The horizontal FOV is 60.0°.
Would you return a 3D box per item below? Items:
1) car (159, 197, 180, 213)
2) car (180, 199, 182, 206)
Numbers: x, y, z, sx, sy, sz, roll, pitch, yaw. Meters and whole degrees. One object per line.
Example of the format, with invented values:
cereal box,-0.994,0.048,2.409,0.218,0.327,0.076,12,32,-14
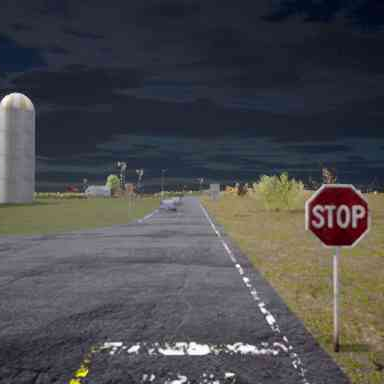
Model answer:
car,-2.683,1.551,37.900,1.812,1.442,4.674,0,0,0
car,-2.652,1.563,55.905,1.812,1.442,4.674,0,0,0
